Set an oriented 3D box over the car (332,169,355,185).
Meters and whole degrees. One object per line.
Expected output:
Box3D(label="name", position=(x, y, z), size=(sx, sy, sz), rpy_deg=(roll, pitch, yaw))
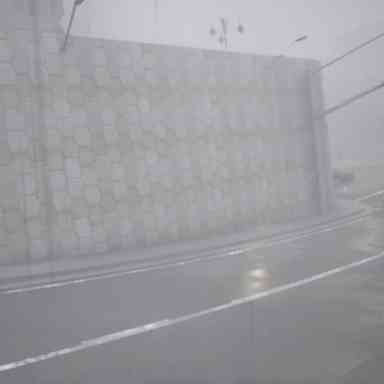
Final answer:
Box3D(label="car", position=(13.219, -1.527, 32.498), size=(1.882, 1.535, 5.008), rpy_deg=(-12, 7, -35))
